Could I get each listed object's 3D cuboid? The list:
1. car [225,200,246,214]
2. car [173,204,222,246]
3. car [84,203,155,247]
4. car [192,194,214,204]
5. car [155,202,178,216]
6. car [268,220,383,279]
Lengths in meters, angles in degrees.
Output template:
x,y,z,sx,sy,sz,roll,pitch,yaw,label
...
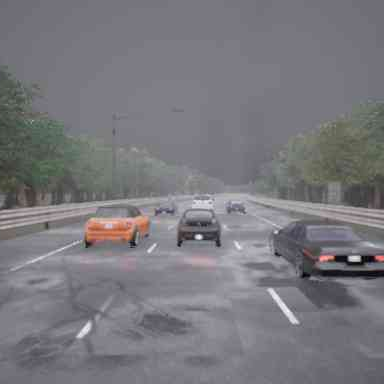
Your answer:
x,y,z,sx,sy,sz,roll,pitch,yaw,label
4.713,1.549,36.163,1.812,1.442,4.674,0,0,3,car
0.328,1.501,15.321,1.837,1.490,4.892,0,0,1,car
-3.178,1.344,15.035,2.097,1.767,4.553,0,0,1,car
1.149,1.238,35.286,2.150,2.045,5.566,0,0,3,car
-2.480,1.608,33.054,1.895,1.301,4.718,0,0,3,car
3.702,1.548,10.003,2.033,1.411,5.357,0,0,1,car
